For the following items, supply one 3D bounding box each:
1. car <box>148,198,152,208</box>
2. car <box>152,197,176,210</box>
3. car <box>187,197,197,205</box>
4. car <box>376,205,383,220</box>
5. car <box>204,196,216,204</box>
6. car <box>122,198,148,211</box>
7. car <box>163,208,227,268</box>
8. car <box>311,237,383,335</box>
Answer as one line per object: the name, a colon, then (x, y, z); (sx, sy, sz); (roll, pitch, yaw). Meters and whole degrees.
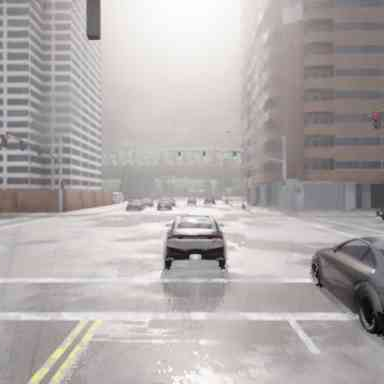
car: (-7.070, 1.656, 52.143); (1.812, 1.442, 4.674); (0, 0, 1)
car: (-3.602, 1.601, 44.021); (2.128, 1.511, 4.902); (0, 0, 0)
car: (-0.018, 1.707, 64.216); (2.033, 1.411, 5.357); (0, 0, 0)
car: (17.189, 1.285, 25.426); (5.566, 2.045, 2.150); (0, 0, 0)
car: (3.481, 1.516, 65.758); (2.097, 1.767, 4.553); (0, 0, 0)
car: (-7.108, 1.631, 42.231); (1.812, 1.442, 4.674); (0, 0, 1)
car: (0.093, 1.522, 11.331); (2.128, 1.511, 4.902); (0, 0, 0)
car: (3.850, 1.582, 6.675); (1.994, 1.385, 4.181); (0, 0, 5)
